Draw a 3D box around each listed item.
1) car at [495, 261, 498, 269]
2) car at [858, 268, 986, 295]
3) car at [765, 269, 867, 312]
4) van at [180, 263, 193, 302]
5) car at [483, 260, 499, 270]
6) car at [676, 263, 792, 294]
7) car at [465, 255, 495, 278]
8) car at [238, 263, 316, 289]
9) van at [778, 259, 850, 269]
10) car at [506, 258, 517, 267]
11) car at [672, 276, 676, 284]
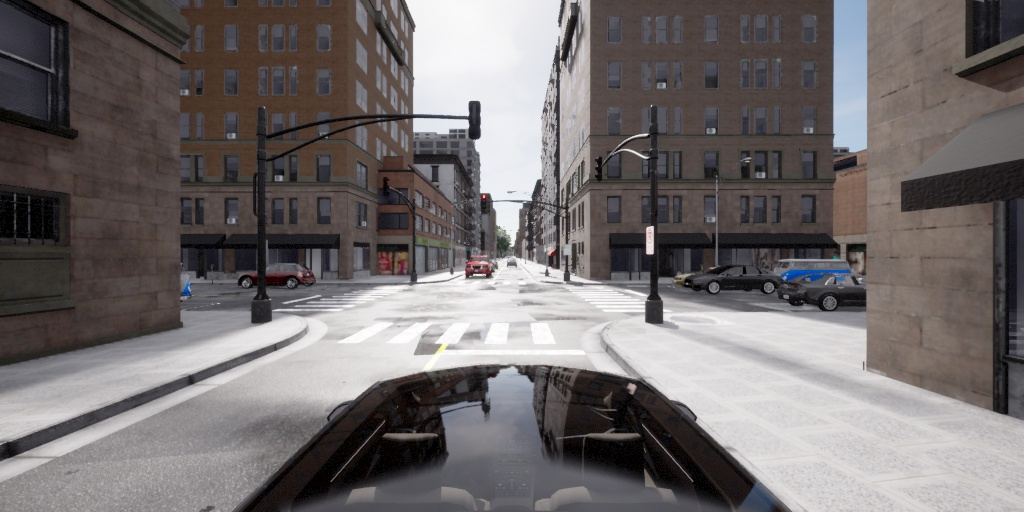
[{"bbox_3d":[-3.117,1.259,44.062,1.812,1.442,4.674,0,0,0],"label":"car"},{"bbox_3d":[21.955,1.346,19.352,4.718,1.301,1.895,0,0,1],"label":"car"},{"bbox_3d":[12.516,1.305,13.490,4.403,1.370,2.007,0,0,1],"label":"car"},{"bbox_3d":[-14.678,1.089,13.761,3.998,1.789,1.690,0,0,1],"label":"van"},{"bbox_3d":[-3.106,1.287,54.056,1.994,1.385,4.181,0,0,1],"label":"car"},{"bbox_3d":[11.921,1.248,19.465,4.892,1.490,1.837,0,0,-1],"label":"car"},{"bbox_3d":[-3.111,0.961,34.227,2.150,2.045,5.566,0,0,0],"label":"car"},{"bbox_3d":[-14.611,1.172,22.287,4.097,1.591,1.967,0,0,1],"label":"car"},{"bbox_3d":[18.253,1.081,21.959,3.998,1.789,1.690,0,0,1],"label":"van"},{"bbox_3d":[-0.026,1.259,63.766,2.033,1.411,5.357,0,0,0],"label":"car"},{"bbox_3d":[12.413,1.264,22.017,4.829,1.417,1.751,0,0,1],"label":"car"}]
